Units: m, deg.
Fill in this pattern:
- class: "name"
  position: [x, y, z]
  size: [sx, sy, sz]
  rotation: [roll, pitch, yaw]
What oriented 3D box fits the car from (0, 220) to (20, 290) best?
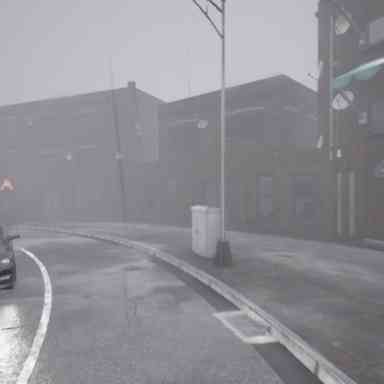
- class: "car"
  position: [-5.562, 1.425, 8.365]
  size: [2.128, 1.511, 4.902]
  rotation: [0, 1, -31]
